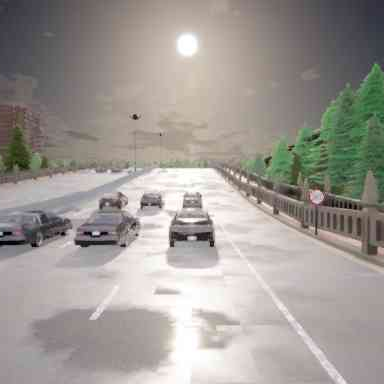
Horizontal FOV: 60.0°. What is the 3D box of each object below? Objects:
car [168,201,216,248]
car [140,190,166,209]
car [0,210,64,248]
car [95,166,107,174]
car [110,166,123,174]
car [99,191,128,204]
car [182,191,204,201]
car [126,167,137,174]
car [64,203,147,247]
[{"bbox_3d":[-0.001,1.424,14.634,2.128,1.511,4.902,0,1,0],"label":"car"},{"bbox_3d":[-3.447,0.585,29.564,2.128,1.511,4.902,0,5,0],"label":"car"},{"bbox_3d":[-7.001,1.499,14.634,2.033,1.411,5.357,0,1,0],"label":"car"},{"bbox_3d":[-20.696,-5.061,75.978,1.837,1.490,4.892,0,7,0],"label":"car"},{"bbox_3d":[-17.196,-5.213,75.970,2.097,1.767,4.553,0,7,0],"label":"car"},{"bbox_3d":[-6.947,0.628,29.583,1.812,1.442,4.674,0,5,0],"label":"car"},{"bbox_3d":[0.053,0.649,29.546,2.033,1.411,5.357,0,5,0],"label":"car"},{"bbox_3d":[-13.696,-5.046,75.942,1.812,1.442,4.674,0,7,0],"label":"car"},{"bbox_3d":[-3.501,1.495,14.634,2.033,1.411,5.357,0,1,0],"label":"car"}]
